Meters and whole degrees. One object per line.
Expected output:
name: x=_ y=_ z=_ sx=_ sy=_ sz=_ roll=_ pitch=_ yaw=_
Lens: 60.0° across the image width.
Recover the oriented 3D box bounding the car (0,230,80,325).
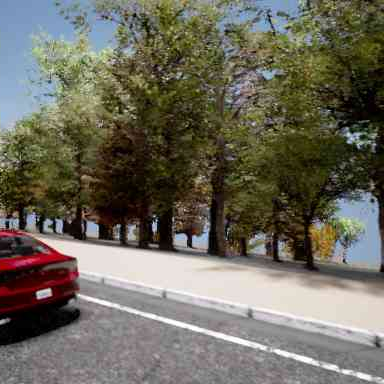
car: x=-4.414 y=1.531 z=6.838 sx=5.008 sy=1.535 sz=1.882 roll=-1 pitch=0 yaw=35
